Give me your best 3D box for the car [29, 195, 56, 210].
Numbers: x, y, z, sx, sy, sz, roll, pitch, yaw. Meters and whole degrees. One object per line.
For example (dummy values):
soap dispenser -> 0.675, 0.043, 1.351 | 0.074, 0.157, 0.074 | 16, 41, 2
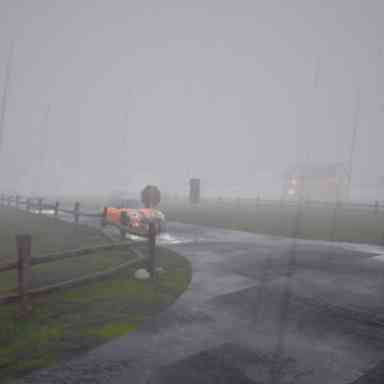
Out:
car -> -15.327, 1.048, 33.737 | 2.033, 1.411, 5.357 | 1, 0, -38

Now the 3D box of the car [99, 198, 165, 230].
car -> -3.415, 1.151, 18.646 | 2.097, 1.767, 4.553 | 1, 0, -38
